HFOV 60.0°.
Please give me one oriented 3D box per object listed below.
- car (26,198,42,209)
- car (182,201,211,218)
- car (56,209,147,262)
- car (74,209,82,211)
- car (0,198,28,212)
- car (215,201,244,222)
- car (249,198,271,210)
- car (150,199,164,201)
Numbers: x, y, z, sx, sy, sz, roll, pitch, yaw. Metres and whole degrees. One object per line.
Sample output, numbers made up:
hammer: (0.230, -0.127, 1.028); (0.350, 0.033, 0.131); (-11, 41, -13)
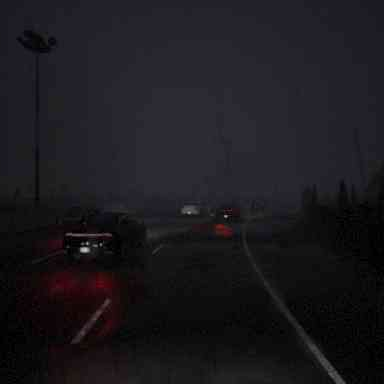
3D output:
car: (-17.128, 1.351, 33.083); (2.097, 1.767, 4.553); (0, 0, 15)
car: (0.405, 1.524, 30.290); (1.812, 1.442, 4.674); (0, 0, 16)
car: (-2.969, 1.491, 12.237); (2.128, 1.511, 4.902); (0, 0, 5)
car: (-5.710, 1.600, 19.053); (1.895, 1.301, 4.718); (0, 0, 8)
car: (-15.370, 1.490, 25.375); (2.128, 1.511, 4.902); (0, 0, 12)
car: (3.058, 1.506, 26.769); (1.837, 1.490, 4.892); (0, 0, 14)
car: (8.623, 1.524, 42.022); (1.812, 1.442, 4.674); (0, 0, 25)
car: (-5.022, 1.599, 46.341); (1.895, 1.301, 4.718); (0, 0, 24)
